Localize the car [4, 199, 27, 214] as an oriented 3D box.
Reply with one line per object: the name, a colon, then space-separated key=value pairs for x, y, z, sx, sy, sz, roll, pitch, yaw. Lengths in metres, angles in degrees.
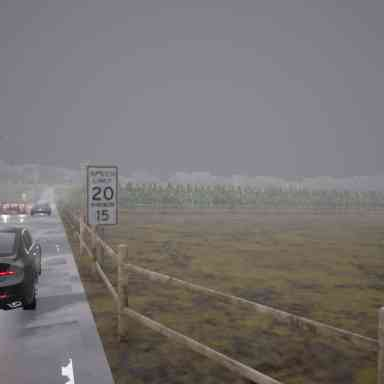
car: x=-20.565 y=1.644 z=38.844 sx=2.097 sy=1.767 sz=4.553 roll=0 pitch=-1 yaw=-23

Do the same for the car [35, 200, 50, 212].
car: x=-20.273 y=1.896 z=45.264 sx=1.812 sy=1.442 sz=4.674 roll=0 pitch=-1 yaw=-23

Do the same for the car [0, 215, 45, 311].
car: x=-4.407 y=1.517 z=7.396 sx=1.837 sy=1.490 sz=4.892 roll=0 pitch=0 yaw=-23

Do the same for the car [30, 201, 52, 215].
car: x=-16.401 y=1.796 z=36.170 sx=1.994 sy=1.385 sz=4.181 roll=0 pitch=-1 yaw=-22
